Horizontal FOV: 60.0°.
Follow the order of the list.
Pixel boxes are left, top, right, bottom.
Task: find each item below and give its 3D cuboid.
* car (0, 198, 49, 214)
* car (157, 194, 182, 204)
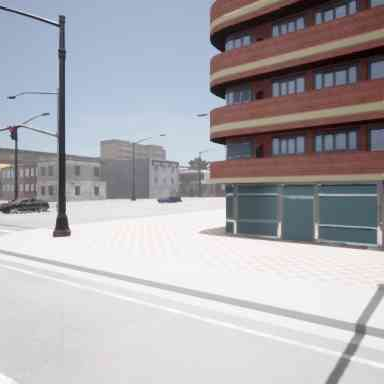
[{"bbox_3d":[-16.831,1.366,33.285,1.837,1.490,4.892,0,1,37],"label":"car"},{"bbox_3d":[-3.468,1.062,51.265,1.994,1.385,4.181,0,1,37],"label":"car"}]
